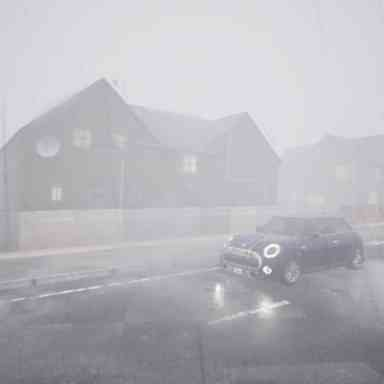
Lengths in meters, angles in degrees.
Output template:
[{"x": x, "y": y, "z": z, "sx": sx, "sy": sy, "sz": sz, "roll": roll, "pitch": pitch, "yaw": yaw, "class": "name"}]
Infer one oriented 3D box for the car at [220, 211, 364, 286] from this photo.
[{"x": 3.015, "y": 1.436, "z": 9.759, "sx": 4.553, "sy": 1.767, "sz": 2.097, "roll": 1, "pitch": 0, "yaw": -35, "class": "car"}]
